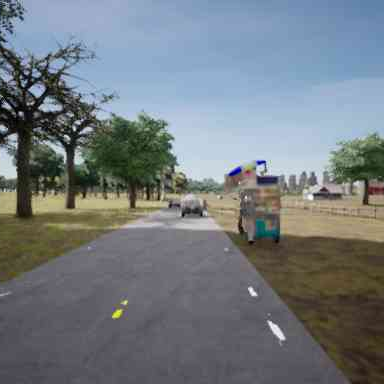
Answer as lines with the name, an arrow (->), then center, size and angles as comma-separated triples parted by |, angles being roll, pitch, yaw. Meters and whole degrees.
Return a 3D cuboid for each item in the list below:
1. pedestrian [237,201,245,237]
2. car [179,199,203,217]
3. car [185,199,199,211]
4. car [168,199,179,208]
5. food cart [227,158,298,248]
pedestrian -> 2.611, 1.367, 17.209 | 0.375, 1.860, 0.375 | 1, -2, -15
car -> 0.037, 1.522, 33.437 | 2.097, 1.767, 4.553 | 0, -1, 0
car -> 0.002, 1.794, 46.307 | 1.837, 1.490, 4.892 | 0, 0, 0
car -> -2.848, 1.860, 54.570 | 1.882, 1.535, 5.008 | 0, -1, 0
food cart -> 3.079, 0.506, 15.673 | 2.280, 3.560, 4.660 | -1, -1, 0
